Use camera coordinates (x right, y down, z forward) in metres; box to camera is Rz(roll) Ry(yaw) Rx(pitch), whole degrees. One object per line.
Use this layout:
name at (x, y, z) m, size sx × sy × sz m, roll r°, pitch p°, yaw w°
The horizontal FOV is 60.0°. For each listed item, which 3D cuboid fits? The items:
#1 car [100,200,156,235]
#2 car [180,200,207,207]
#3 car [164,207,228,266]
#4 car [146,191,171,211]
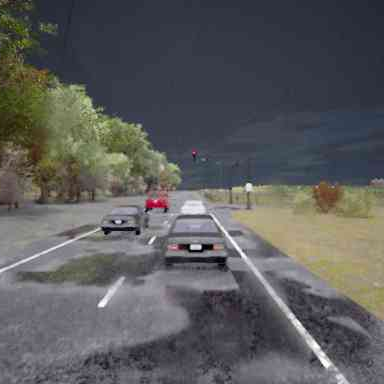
car at (-3.402, 1.398, 17.836) m, size 2.033 × 1.411 × 5.357 m, roll 0°, pitch 1°, yaw 0°
car at (0.083, 1.324, 24.073) m, size 1.812 × 1.442 × 4.674 m, roll 0°, pitch 0°, yaw 0°
car at (0.099, 1.454, 11.122) m, size 2.033 × 1.411 × 5.357 m, roll 0°, pitch 0°, yaw 0°
car at (-3.402, 0.940, 33.645) m, size 2.150 × 2.045 × 5.566 m, roll 0°, pitch 1°, yaw 0°
